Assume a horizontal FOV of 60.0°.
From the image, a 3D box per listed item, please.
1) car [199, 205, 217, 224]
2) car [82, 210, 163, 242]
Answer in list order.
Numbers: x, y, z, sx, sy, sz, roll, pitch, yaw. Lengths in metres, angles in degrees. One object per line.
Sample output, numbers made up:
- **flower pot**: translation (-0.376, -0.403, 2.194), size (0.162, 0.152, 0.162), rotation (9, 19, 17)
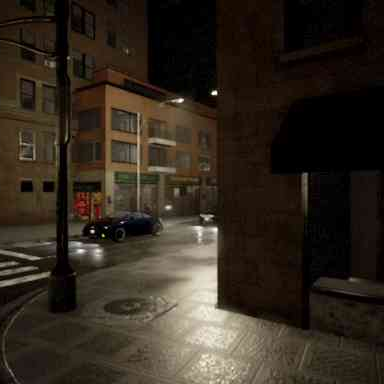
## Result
- **car**: translation (2.358, 1.600, 24.713), size (1.812, 1.442, 4.674), rotation (0, 0, 35)
- **car**: translation (-3.357, 1.615, 16.706), size (1.994, 1.385, 4.181), rotation (0, 0, 35)
